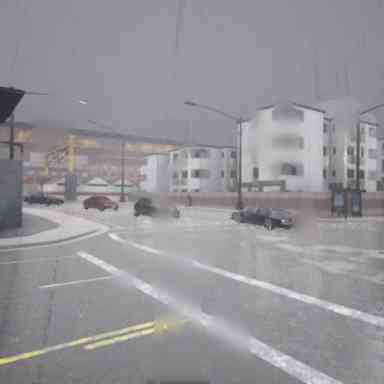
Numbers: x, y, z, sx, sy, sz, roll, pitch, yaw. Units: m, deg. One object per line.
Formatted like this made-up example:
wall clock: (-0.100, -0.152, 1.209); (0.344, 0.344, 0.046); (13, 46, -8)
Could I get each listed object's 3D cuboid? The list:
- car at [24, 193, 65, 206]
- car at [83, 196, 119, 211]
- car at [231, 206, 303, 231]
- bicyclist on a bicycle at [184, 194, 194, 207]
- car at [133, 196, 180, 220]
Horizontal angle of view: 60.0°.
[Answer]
car: (-17.810, 0.868, 40.009); (5.357, 1.411, 2.033); (2, 0, 27)
car: (-9.410, 1.137, 34.110); (4.674, 1.442, 1.812); (2, 1, 41)
car: (4.854, 1.641, 22.222); (2.033, 1.411, 5.357); (1, 2, -31)
bicyclist on a bicycle: (-0.351, 1.105, 41.020); (0.582, 1.620, 1.656); (2, 0, 44)
car: (-2.876, 1.201, 26.756); (2.097, 1.767, 4.553); (1, 1, -37)
